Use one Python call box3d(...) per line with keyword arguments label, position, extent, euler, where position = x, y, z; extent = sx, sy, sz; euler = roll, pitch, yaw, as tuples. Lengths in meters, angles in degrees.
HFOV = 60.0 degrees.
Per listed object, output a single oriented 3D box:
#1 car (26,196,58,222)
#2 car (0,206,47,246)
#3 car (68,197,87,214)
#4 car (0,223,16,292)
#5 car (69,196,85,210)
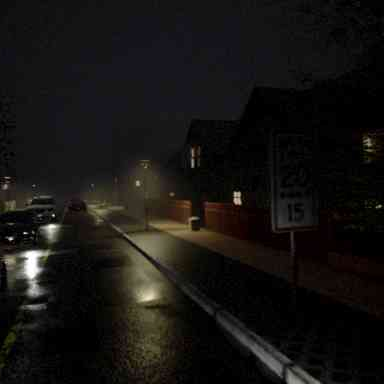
box3d(label="car", position=(-12.726, 1.429, 28.445), extent=(2.150, 2.045, 5.566), euler=(-2, 1, -20))
box3d(label="car", position=(-8.203, 1.660, 15.770), extent=(1.837, 1.490, 4.892), euler=(-2, 1, -21))
box3d(label="car", position=(-13.278, 1.632, 38.747), extent=(1.882, 1.535, 5.008), euler=(-2, 0, -20))
box3d(label="car", position=(-4.825, 1.638, 6.321), extent=(1.812, 1.442, 4.674), euler=(-2, 0, -20))
box3d(label="car", position=(-16.830, 1.552, 48.656), extent=(2.097, 1.767, 4.553), euler=(-2, 0, -19))
